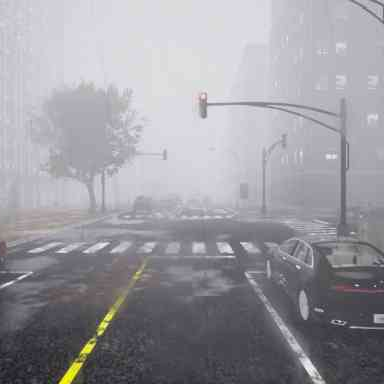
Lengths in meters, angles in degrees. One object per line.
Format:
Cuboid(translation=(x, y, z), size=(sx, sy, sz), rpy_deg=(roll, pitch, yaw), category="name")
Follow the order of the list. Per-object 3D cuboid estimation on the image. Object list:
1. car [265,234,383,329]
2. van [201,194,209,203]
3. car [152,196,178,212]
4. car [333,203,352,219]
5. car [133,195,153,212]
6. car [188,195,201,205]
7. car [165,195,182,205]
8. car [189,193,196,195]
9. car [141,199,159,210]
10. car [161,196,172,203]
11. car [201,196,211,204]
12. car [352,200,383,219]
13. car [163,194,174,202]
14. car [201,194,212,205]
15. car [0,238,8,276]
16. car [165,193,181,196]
Cuboid(translation=(2.701, 1.551, 6.872), size=(2.008, 1.369, 4.403), rpy_deg=(0, 0, 0), category="car")
Cuboid(translation=(2.837, 1.402, 72.397), size=(1.690, 1.788, 3.998), rpy_deg=(0, 0, 0), category="van")
Cuboid(translation=(-3.023, 1.568, 38.564), size=(2.033, 1.411, 5.357), rpy_deg=(0, 0, 0), category="car")
Cuboid(translation=(13.478, 1.350, 26.255), size=(4.403, 1.369, 2.008), rpy_deg=(-1, 1, 0), category="car")
Cuboid(translation=(-5.613, 1.336, 39.277), size=(2.192, 1.841, 5.009), rpy_deg=(0, 0, 0), category="car")
Cuboid(translation=(0.225, 1.644, 60.215), size=(1.895, 1.301, 4.718), rpy_deg=(0, 0, 0), category="car")
Cuboid(translation=(-3.000, 1.578, 49.017), size=(2.033, 1.411, 5.357), rpy_deg=(0, 0, 0), category="car")
Cuboid(translation=(0.163, 1.298, 79.140), size=(2.150, 2.045, 5.566), rpy_deg=(0, 0, 0), category="car")
Cuboid(translation=(-5.601, 1.592, 44.800), size=(1.947, 1.339, 4.313), rpy_deg=(0, 0, 0), category="car")
Cuboid(translation=(-5.543, 1.627, 72.415), size=(1.947, 1.339, 4.313), rpy_deg=(0, 0, 0), category="car")
Cuboid(translation=(2.826, 1.578, 67.044), size=(1.752, 1.417, 4.829), rpy_deg=(0, 0, 0), category="car")
Cuboid(translation=(14.737, 1.330, 23.657), size=(5.357, 1.411, 2.033), rpy_deg=(-1, 0, 3), category="car")
Cuboid(translation=(-5.532, 1.386, 77.937), size=(2.192, 1.841, 5.009), rpy_deg=(0, 0, 0), category="car")
Cuboid(translation=(2.815, 1.611, 61.351), size=(1.947, 1.339, 4.313), rpy_deg=(0, 0, 0), category="car")
Cuboid(translation=(-5.679, 1.545, 6.889), size=(1.887, 1.381, 4.507), rpy_deg=(0, 0, 0), category="car")
Cuboid(translation=(-2.930, 1.264, 59.660), size=(2.150, 2.045, 5.566), rpy_deg=(0, 0, 3), category="car")
